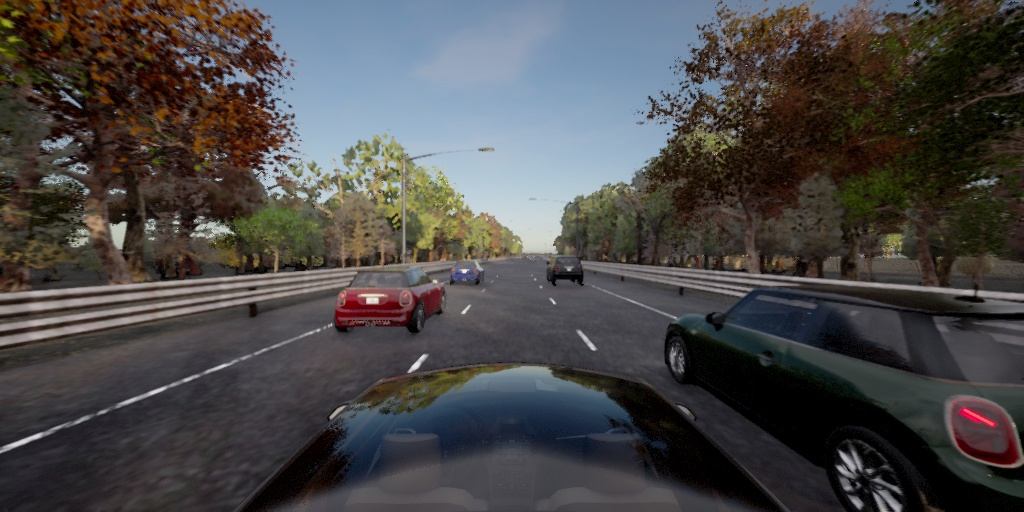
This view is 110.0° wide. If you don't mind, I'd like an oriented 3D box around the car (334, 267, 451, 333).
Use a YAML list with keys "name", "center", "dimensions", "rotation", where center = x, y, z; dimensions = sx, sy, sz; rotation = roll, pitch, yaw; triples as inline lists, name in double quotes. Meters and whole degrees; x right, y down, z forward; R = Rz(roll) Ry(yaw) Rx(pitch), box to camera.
- name: "car"
  center: [-3.377, 1.104, 10.846]
  dimensions: [2.097, 1.767, 4.553]
  rotation: [0, 0, 0]

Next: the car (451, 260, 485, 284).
- name: "car"
  center: [-3.239, 1.107, 26.768]
  dimensions: [2.097, 1.767, 4.553]
  rotation: [0, 0, 1]

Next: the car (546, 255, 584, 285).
- name: "car"
  center: [3.752, 0.979, 25.988]
  dimensions: [2.150, 2.045, 5.566]
  rotation: [0, 0, 1]

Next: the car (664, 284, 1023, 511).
- name: "car"
  center: [3.580, 1.103, 4.178]
  dimensions: [2.097, 1.767, 4.553]
  rotation: [0, 0, 0]
